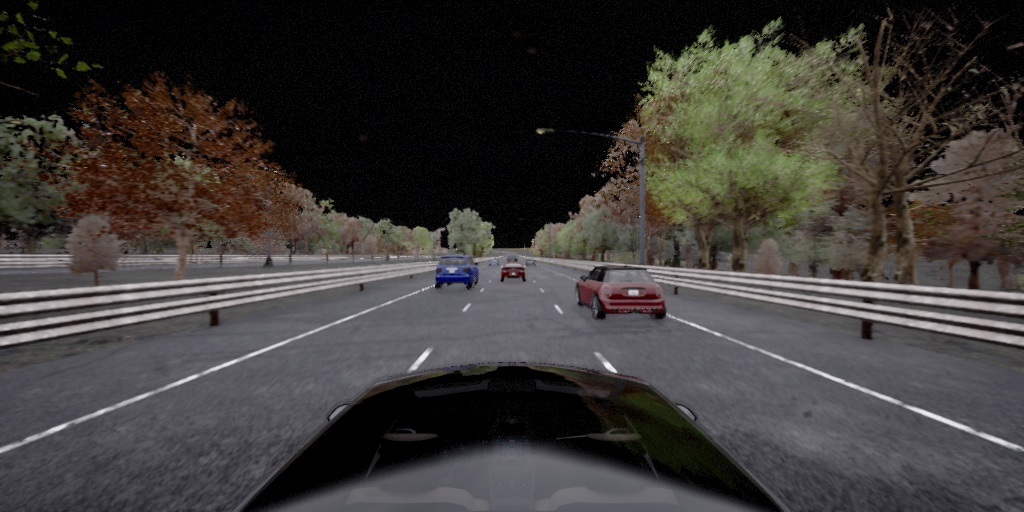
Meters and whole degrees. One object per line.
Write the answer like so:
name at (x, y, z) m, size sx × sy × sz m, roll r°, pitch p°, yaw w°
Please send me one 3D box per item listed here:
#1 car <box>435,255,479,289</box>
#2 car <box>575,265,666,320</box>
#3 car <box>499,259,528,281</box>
car at (-3.400, 0.966, 22.949) m, size 2.150 × 2.045 × 5.566 m, roll 0°, pitch 0°, yaw 0°
car at (3.598, 1.099, 12.732) m, size 2.097 × 1.767 × 4.553 m, roll 0°, pitch 0°, yaw 0°
car at (0.099, 1.218, 30.039) m, size 1.882 × 1.535 × 5.008 m, roll 0°, pitch 0°, yaw 0°
